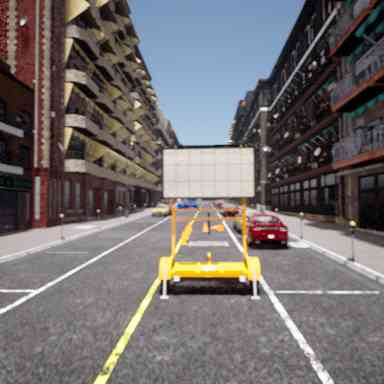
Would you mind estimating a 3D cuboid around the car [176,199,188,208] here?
[{"bbox_3d":[-2.093,2.355,71.558,2.192,1.841,5.009,1,-1,3],"label":"car"}]

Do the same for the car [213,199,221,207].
[{"bbox_3d":[5.291,2.338,60.101,1.887,1.381,4.507,1,-1,3],"label":"car"}]

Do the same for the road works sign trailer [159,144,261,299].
[{"bbox_3d":[0.439,0.572,8.722,2.380,3.560,2.880,-1,-1,3],"label":"road works sign trailer"}]

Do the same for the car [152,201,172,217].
[{"bbox_3d":[-3.552,2.072,38.237,1.752,1.417,4.829,1,-1,3],"label":"car"}]

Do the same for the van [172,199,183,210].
[{"bbox_3d":[-2.577,2.210,60.509,1.690,1.788,3.998,1,-1,3],"label":"van"}]

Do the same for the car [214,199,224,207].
[{"bbox_3d":[5.782,2.404,71.152,1.967,1.590,4.097,1,-1,3],"label":"car"}]

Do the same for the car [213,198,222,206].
[{"bbox_3d":[6.225,2.454,82.206,2.192,1.841,5.009,1,-1,3],"label":"car"}]

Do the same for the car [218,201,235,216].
[{"bbox_3d":[4.324,2.018,38.001,1.887,1.381,4.507,1,-1,3],"label":"car"}]

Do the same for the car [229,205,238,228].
[{"bbox_3d":[3.608,1.775,21.598,1.752,1.417,4.829,1,-1,3],"label":"car"}]

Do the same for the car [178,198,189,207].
[{"bbox_3d":[-1.852,2.442,77.082,2.192,1.841,5.009,1,-1,3],"label":"car"}]

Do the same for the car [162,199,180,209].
[{"bbox_3d":[-3.299,1.941,43.936,2.192,1.841,5.009,1,-1,3],"label":"car"}]

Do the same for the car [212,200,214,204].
[{"bbox_3d":[5.532,2.422,65.625,1.887,1.381,4.507,1,-1,3],"label":"car"}]

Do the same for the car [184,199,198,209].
[{"bbox_3d":[-0.116,2.039,58.617,2.150,2.045,5.566,-1,-1,3],"label":"car"}]

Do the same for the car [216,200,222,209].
[{"bbox_3d":[4.566,2.101,43.527,2.008,1.369,4.403,1,-1,3],"label":"car"}]

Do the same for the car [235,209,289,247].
[{"bbox_3d":[3.359,1.720,15.902,1.887,1.381,4.507,1,-1,3],"label":"car"}]

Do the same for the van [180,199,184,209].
[{"bbox_3d":[-2.817,2.126,54.982,1.690,1.788,3.998,1,-1,3],"label":"van"}]

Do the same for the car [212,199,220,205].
[{"bbox_3d":[6.706,2.762,93.255,1.967,1.590,4.097,1,-1,3],"label":"car"}]
